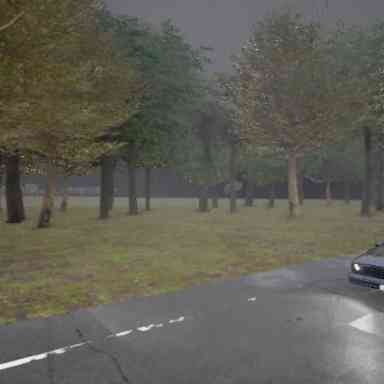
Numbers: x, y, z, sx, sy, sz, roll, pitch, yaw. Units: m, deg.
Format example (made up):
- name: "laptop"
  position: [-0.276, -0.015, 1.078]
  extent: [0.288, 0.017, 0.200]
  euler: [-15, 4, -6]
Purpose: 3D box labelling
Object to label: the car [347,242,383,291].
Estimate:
- name: "car"
  position: [6.068, 1.541, 8.198]
  extent: [5.357, 1.411, 2.033]
  euler: [0, 0, -36]
